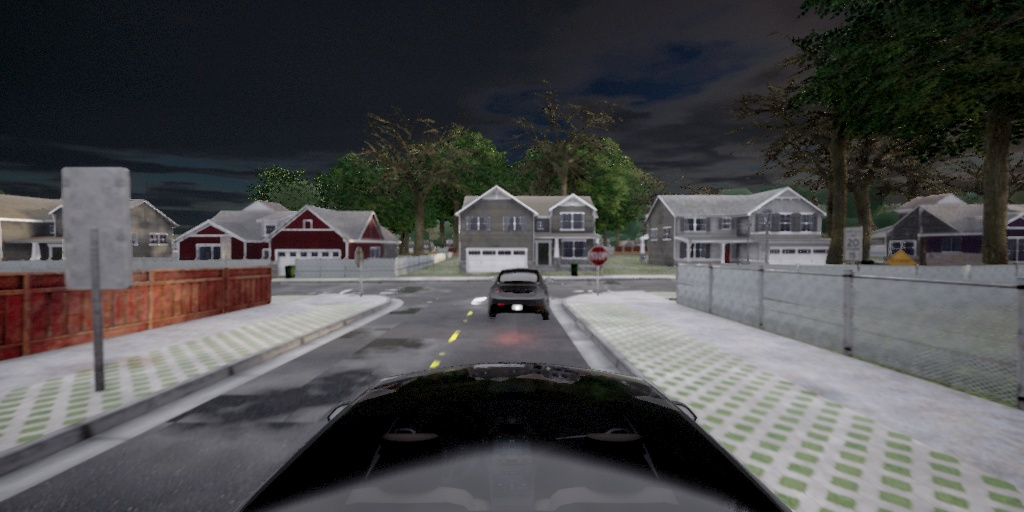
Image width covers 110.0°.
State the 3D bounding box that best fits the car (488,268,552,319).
[{"bbox_3d":[0.309,1.157,12.335,1.837,1.490,4.892,0,0,4],"label":"car"}]

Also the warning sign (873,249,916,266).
[{"bbox_3d":[18.422,0.611,16.987,1.060,1.860,1.300,0,0,0],"label":"warning sign"}]
